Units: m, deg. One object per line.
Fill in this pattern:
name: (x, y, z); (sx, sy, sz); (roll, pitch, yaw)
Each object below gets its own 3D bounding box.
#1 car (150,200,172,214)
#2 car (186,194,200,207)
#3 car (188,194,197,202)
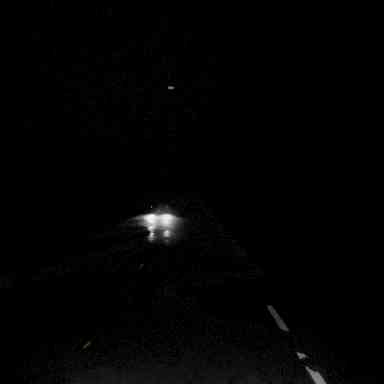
car: (-3.089, 1.454, 33.595); (1.895, 1.301, 4.718); (0, 0, 0)
car: (0.110, 1.348, 48.357); (2.033, 1.411, 5.357); (0, 0, 0)
car: (0.088, 1.216, 69.912); (1.882, 1.535, 5.008); (0, 0, 0)
